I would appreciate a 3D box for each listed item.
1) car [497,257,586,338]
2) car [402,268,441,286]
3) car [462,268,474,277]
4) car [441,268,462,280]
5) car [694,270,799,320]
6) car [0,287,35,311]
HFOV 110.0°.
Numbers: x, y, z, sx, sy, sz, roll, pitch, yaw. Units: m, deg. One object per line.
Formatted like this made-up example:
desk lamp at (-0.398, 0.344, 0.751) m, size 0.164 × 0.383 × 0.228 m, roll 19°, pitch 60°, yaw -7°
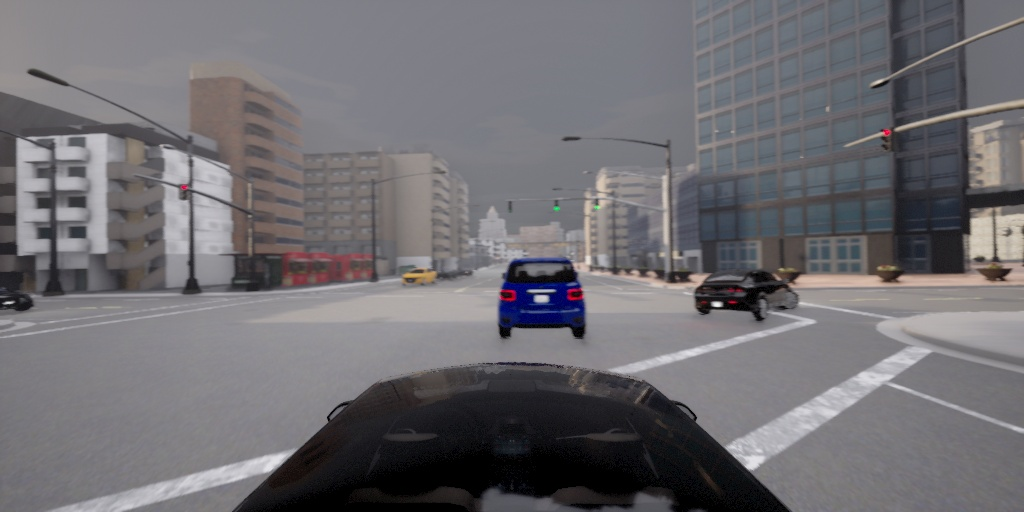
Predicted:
car at (0.842, 1.055, 10.626) m, size 2.150 × 2.045 × 5.566 m, roll -1°, pitch 0°, yaw 4°
car at (-8.302, 1.822, 32.416) m, size 1.882 × 1.535 × 5.008 m, roll -1°, pitch -1°, yaw 4°
car at (-6.853, 2.375, 51.954) m, size 1.895 × 1.301 × 4.718 m, roll -1°, pitch -1°, yaw 4°
car at (-7.627, 2.141, 41.819) m, size 1.895 × 1.301 × 4.718 m, roll -1°, pitch -1°, yaw 4°
car at (8.151, 1.215, 12.506) m, size 4.892 × 1.490 × 1.837 m, roll -1°, pitch -4°, yaw -39°
car at (-24.548, 1.959, 16.250) m, size 4.181 × 1.385 × 1.994 m, roll -1°, pitch -1°, yaw 5°
